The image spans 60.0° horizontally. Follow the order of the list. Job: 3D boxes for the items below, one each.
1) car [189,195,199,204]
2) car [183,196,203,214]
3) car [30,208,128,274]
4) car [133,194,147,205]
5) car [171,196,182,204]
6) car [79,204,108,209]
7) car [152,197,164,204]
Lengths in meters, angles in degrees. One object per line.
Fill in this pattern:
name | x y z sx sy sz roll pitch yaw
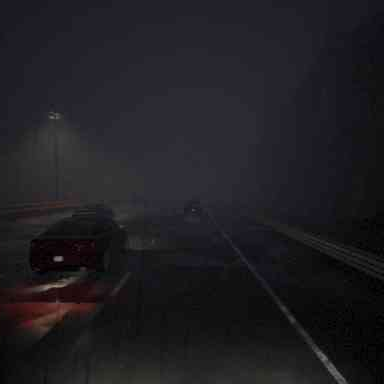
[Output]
car | 0.387 1.489 65.364 1.882 1.535 5.008 -1 0 1
car | 0.115 1.512 35.559 1.837 1.490 4.892 -1 0 1
car | -3.373 1.523 10.822 1.882 1.535 5.008 -1 0 0
car | -10.121 1.367 64.698 2.150 2.045 5.566 -1 0 0
car | -3.114 1.561 65.277 1.837 1.490 4.892 -1 0 1
car | -6.949 1.586 23.799 2.128 1.511 4.902 -1 0 0
car | -6.602 1.701 65.064 1.895 1.301 4.718 -1 0 0
